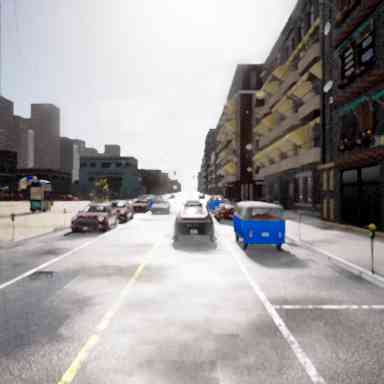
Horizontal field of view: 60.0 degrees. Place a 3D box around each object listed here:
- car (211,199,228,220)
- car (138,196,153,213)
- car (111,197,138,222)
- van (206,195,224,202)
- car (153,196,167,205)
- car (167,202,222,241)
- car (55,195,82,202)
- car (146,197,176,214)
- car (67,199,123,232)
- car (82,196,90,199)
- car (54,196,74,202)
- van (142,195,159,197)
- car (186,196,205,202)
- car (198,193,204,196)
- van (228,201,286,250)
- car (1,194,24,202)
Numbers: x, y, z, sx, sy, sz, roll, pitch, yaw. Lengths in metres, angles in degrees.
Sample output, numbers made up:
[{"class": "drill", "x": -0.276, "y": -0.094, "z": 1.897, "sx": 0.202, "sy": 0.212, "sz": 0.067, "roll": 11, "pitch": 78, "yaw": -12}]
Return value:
[{"class": "car", "x": 2.699, "y": 1.512, "z": 25.368, "sx": 1.887, "sy": 1.381, "sz": 4.507, "roll": 1, "pitch": 0, "yaw": 0}, {"class": "car", "x": -5.649, "y": 1.492, "z": 36.625, "sx": 1.887, "sy": 1.381, "sz": 4.507, "roll": 1, "pitch": 0, "yaw": 0}, {"class": "car", "x": -5.647, "y": 1.408, "z": 25.334, "sx": 1.967, "sy": 1.590, "sz": 4.097, "roll": 1, "pitch": 0, "yaw": 0}, {"class": "van", "x": 2.701, "y": 1.287, "z": 36.659, "sx": 1.690, "sy": 1.788, "sz": 3.998, "roll": 1, "pitch": 0, "yaw": 0}, {"class": "car", "x": -5.651, "y": 1.441, "z": 59.209, "sx": 1.887, "sy": 1.381, "sz": 4.507, "roll": 1, "pitch": 0, "yaw": 0}, {"class": "car", "x": 0.091, "y": 1.472, "z": 16.586, "sx": 2.128, "sy": 1.511, "sz": 4.902, "roll": 0, "pitch": 0, "yaw": 0}, {"class": "car", "x": -26.382, "y": 1.359, "z": 70.975, "sx": 4.097, "sy": 1.590, "sz": 1.967, "roll": 0, "pitch": 0, "yaw": 1}, {"class": "car", "x": -3.103, "y": 1.498, "z": 34.338, "sx": 2.033, "sy": 1.411, "sz": 5.357, "roll": 0, "pitch": 0, "yaw": 0}, {"class": "car", "x": -5.653, "y": 1.417, "z": 19.688, "sx": 1.967, "sy": 1.590, "sz": 4.097, "roll": 1, "pitch": 0, "yaw": 0}, {"class": "car", "x": -25.205, "y": 1.584, "z": 79.597, "sx": 4.313, "sy": 1.339, "sz": 1.947, "roll": 0, "pitch": 0, "yaw": 1}, {"class": "car", "x": -30.684, "y": 1.626, "z": 79.671, "sx": 4.206, "sy": 1.307, "sz": 1.802, "roll": 0, "pitch": 0, "yaw": 1}, {"class": "van", "x": -5.647, "y": 1.276, "z": 42.271, "sx": 1.690, "sy": 1.788, "sz": 3.998, "roll": 1, "pitch": 0, "yaw": 0}, {"class": "car", "x": 0.091, "y": 1.460, "z": 32.047, "sx": 1.837, "sy": 1.490, "sz": 4.892, "roll": 0, "pitch": 0, "yaw": 0}, {"class": "car", "x": 2.695, "y": 1.352, "z": 91.729, "sx": 2.008, "sy": 1.369, "sz": 4.403, "roll": 1, "pitch": 0, "yaw": 0}, {"class": "van", "x": 2.702, "y": 1.325, "z": 14.073, "sx": 1.690, "sy": 1.788, "sz": 3.998, "roll": 1, "pitch": 0, "yaw": 0}, {"class": "car", "x": -42.919, "y": 1.417, "z": 79.795, "sx": 5.009, "sy": 1.841, "sz": 2.192, "roll": 0, "pitch": 0, "yaw": 1}]
